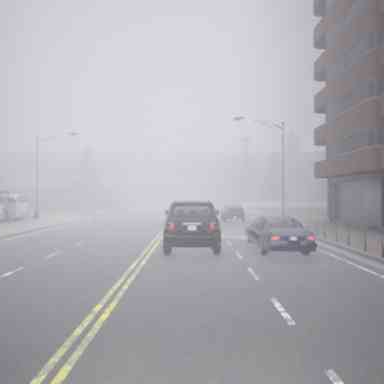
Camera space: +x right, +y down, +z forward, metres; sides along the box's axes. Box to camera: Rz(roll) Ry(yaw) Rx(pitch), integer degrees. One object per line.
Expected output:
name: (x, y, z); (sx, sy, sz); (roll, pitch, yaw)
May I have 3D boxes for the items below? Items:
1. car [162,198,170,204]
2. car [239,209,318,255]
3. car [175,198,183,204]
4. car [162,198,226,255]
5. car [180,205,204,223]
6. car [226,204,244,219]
car: (-6.997, 2.394, 89.320); (1.994, 1.385, 4.181); (0, -1, 0)
car: (3.503, 1.680, 13.988); (2.033, 1.411, 5.357); (0, -1, 0)
car: (-3.506, 2.373, 90.000); (2.128, 1.511, 4.902); (0, -1, 0)
car: (0.003, 1.350, 14.030); (2.150, 2.045, 5.566); (0, 0, 0)
car: (-0.002, 1.876, 29.104); (1.895, 1.301, 4.718); (0, -1, 0)
car: (3.524, 1.785, 29.297); (1.837, 1.490, 4.892); (0, 0, 1)
